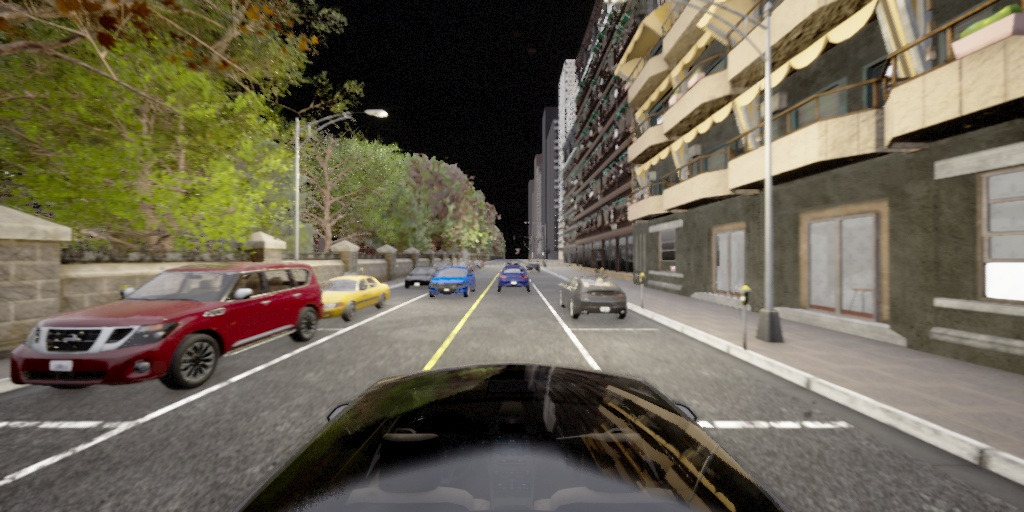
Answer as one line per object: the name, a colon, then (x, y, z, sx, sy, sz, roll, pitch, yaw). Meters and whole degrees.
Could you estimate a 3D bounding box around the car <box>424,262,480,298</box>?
car: (-3.002, 1.280, 18.945, 1.882, 1.535, 5.008, 0, 0, 0)

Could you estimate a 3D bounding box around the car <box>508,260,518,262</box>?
car: (0.097, 1.274, 44.548, 2.128, 1.511, 4.902, 0, 0, 0)

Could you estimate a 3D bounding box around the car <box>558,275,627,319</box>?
car: (2.688, 1.306, 12.576, 2.007, 1.370, 4.403, 0, 0, 0)

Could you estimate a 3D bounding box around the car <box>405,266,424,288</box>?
car: (-5.693, 1.329, 23.650, 1.948, 1.339, 4.313, 0, 0, 0)

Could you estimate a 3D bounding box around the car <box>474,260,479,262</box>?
car: (-5.696, 1.223, 45.805, 1.967, 1.591, 4.097, 0, 0, 0)

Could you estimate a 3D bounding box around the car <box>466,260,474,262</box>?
car: (-5.695, 1.303, 40.096, 1.751, 1.417, 4.829, 0, 0, 0)

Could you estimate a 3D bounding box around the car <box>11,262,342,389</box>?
car: (-5.692, 1.067, 7.034, 2.192, 1.841, 5.009, 0, 0, 0)

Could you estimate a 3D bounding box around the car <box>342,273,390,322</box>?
car: (-5.692, 1.281, 12.403, 1.751, 1.417, 4.829, 0, 0, 0)

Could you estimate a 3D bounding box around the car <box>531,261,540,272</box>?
car: (2.685, 1.334, 45.808, 2.007, 1.370, 4.403, 0, 0, 0)

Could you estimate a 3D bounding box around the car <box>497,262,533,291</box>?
car: (0.099, 1.287, 21.719, 1.812, 1.442, 4.674, 0, 0, 0)

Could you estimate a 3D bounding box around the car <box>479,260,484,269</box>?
car: (-5.774, 1.346, 56.880, 2.007, 1.370, 4.403, 0, 0, 0)

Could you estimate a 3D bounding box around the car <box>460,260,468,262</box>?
car: (-5.694, 1.354, 34.727, 1.802, 1.307, 4.207, 0, 0, 0)
